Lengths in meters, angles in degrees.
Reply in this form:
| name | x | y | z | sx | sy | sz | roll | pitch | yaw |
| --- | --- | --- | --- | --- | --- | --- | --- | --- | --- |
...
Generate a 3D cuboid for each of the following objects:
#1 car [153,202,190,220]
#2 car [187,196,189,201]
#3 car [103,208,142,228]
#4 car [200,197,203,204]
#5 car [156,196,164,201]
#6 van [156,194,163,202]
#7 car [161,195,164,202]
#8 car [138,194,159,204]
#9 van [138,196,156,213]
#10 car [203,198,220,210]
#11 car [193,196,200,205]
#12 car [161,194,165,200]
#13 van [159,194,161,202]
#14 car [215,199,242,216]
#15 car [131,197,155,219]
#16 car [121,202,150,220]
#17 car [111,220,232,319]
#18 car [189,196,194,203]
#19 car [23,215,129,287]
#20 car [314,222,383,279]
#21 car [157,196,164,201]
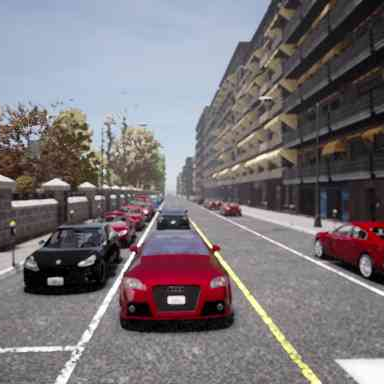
| name | x | y | z | sx | sy | sz | roll | pitch | yaw |
| --- | --- | --- | --- | --- | --- | --- | --- | --- | --- |
| car | -1.214 | 1.578 | 21.344 | 1.994 | 1.385 | 4.181 | 0 | 0 | -3 |
| car | 0.298 | 1.680 | 83.157 | 1.752 | 1.417 | 4.829 | 0 | 0 | -4 |
| car | -3.494 | 1.589 | 15.016 | 1.802 | 1.307 | 4.206 | 0 | 0 | -4 |
| car | 2.588 | 1.654 | 49.283 | 1.802 | 1.307 | 4.206 | 0 | 0 | -4 |
| car | -8.432 | 1.748 | 88.039 | 1.802 | 1.307 | 4.206 | 0 | 0 | -4 |
| van | -8.052 | 1.490 | 82.422 | 1.690 | 1.788 | 3.998 | 0 | 0 | -4 |
| car | -6.533 | 1.656 | 59.953 | 1.947 | 1.339 | 4.313 | 0 | 0 | -4 |
| car | -4.634 | 1.348 | 31.865 | 2.192 | 1.841 | 5.009 | 0 | 0 | -4 |
| van | -5.013 | 1.385 | 37.483 | 1.690 | 1.788 | 3.998 | 0 | 0 | -4 |
| car | 2.968 | 1.501 | 43.666 | 1.967 | 1.590 | 4.097 | 0 | 0 | -4 |
| car | 1.828 | 1.662 | 60.519 | 1.947 | 1.339 | 4.313 | 0 | 0 | -4 |
| car | -7.292 | 1.432 | 71.188 | 2.192 | 1.841 | 5.009 | 0 | 0 | -4 |
| van | -5.773 | 1.408 | 48.718 | 1.690 | 1.788 | 3.998 | 0 | 0 | -4 |
| car | 3.728 | 1.620 | 32.430 | 1.802 | 1.307 | 4.206 | 0 | 0 | -4 |
| car | -4.253 | 1.462 | 26.246 | 1.967 | 1.590 | 4.097 | 0 | 0 | -4 |
| car | -3.874 | 1.557 | 20.631 | 1.887 | 1.381 | 4.507 | 0 | 0 | -4 |
| car | -0.378 | 1.568 | 7.374 | 1.994 | 1.385 | 4.181 | 0 | 0 | -4 |
| car | 1.069 | 1.563 | 71.753 | 1.967 | 1.590 | 4.097 | 0 | 0 | -4 |
| car | -3.114 | 1.570 | 9.398 | 1.947 | 1.339 | 4.313 | 0 | 0 | -4 |
| car | 5.248 | 1.554 | 9.963 | 1.887 | 1.381 | 4.507 | 0 | 0 | -4 |
| car | -8.812 | 1.728 | 93.657 | 1.887 | 1.381 | 4.507 | 0 | 0 | -4 |
